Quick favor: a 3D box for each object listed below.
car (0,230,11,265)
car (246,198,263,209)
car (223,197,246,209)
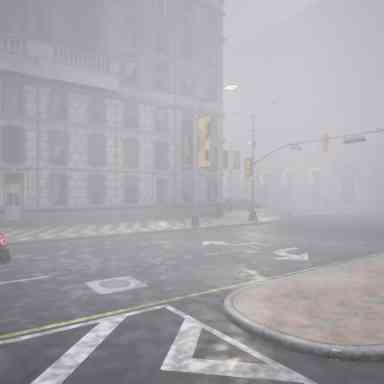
[{"bbox_3d":[-7.329,1.352,8.599,4.553,1.767,2.097,0,0,-35],"label":"car"},{"bbox_3d":[7.371,1.547,46.347,2.033,1.411,5.357,0,0,-36],"label":"car"},{"bbox_3d":[4.497,1.504,44.358,1.837,1.490,4.892,0,0,-36],"label":"car"}]
